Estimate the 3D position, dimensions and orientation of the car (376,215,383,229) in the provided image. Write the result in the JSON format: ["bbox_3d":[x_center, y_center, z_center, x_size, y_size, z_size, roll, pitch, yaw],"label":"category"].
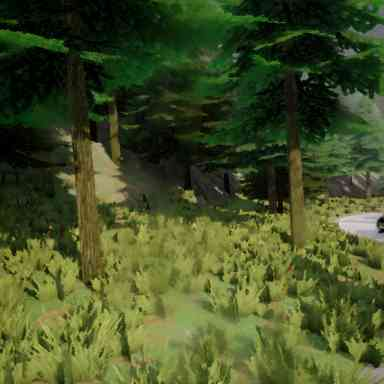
[{"bbox_3d":[11.501,1.693,18.103,1.994,1.385,4.181,-4,-2,16],"label":"car"}]
